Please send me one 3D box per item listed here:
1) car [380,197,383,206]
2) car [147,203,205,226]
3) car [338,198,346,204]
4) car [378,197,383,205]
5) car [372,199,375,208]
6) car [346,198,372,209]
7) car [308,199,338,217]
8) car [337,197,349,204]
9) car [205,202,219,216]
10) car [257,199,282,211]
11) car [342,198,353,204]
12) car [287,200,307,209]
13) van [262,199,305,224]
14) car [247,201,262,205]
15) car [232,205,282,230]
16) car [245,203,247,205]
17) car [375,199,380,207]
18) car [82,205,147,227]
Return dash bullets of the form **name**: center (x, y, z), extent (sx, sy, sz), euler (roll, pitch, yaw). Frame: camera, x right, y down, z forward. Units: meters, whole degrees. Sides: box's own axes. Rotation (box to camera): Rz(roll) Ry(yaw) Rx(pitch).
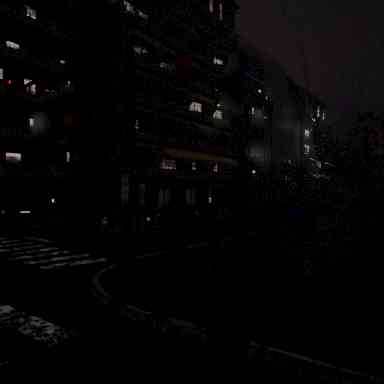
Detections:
- **car**: center (37.202, 2.252, 67.693), extent (1.887, 1.381, 4.507), euler (1, 0, 36)
- **car**: center (-1.539, 1.639, 24.917), extent (2.128, 1.511, 4.902), euler (1, 0, 37)
- **car**: center (33.748, 2.177, 77.126), extent (1.947, 1.339, 4.313), euler (1, 0, 36)
- **car**: center (47.059, 2.151, 81.053), extent (2.192, 1.841, 5.009), euler (1, 0, 36)
- **car**: center (30.632, 2.202, 58.786), extent (1.802, 1.307, 4.206), euler (1, 0, 36)
- **car**: center (27.351, 1.891, 54.334), extent (2.192, 1.841, 5.009), euler (1, 0, 36)
- **car**: center (14.212, 1.837, 36.522), extent (1.967, 1.590, 4.097), euler (1, 0, 36)
- **car**: center (37.034, 2.094, 81.580), extent (1.967, 1.590, 4.097), euler (1, 0, 36)
- **car**: center (0.903, 1.712, 32.596), extent (1.887, 1.381, 4.507), euler (1, 0, 36)
- **car**: center (10.757, 1.743, 45.956), extent (1.967, 1.590, 4.097), euler (1, 0, 36)
- **car**: center (40.216, 2.220, 85.896), extent (1.752, 1.417, 4.829), euler (1, 0, 36)
- **car**: center (17.325, 1.974, 54.862), extent (1.802, 1.307, 4.206), euler (1, 0, 36)
- **van**: center (7.643, 1.647, 27.616), extent (1.690, 1.788, 3.998), euler (1, 0, 36)
- **car**: center (8.480, 1.850, 38.482), extent (1.994, 1.385, 4.181), euler (1, 0, 37)
- **car**: center (4.357, 1.827, 23.162), extent (1.947, 1.339, 4.313), euler (1, 0, 36)
- **car**: center (7.471, 1.840, 41.503), extent (1.802, 1.307, 4.206), euler (1, 0, 36)
- **car**: center (33.918, 2.104, 63.240), extent (1.967, 1.590, 4.097), euler (1, 0, 36)
- **car**: center (-5.667, 1.626, 23.690), extent (2.008, 1.369, 4.403), euler (1, 0, 36)
